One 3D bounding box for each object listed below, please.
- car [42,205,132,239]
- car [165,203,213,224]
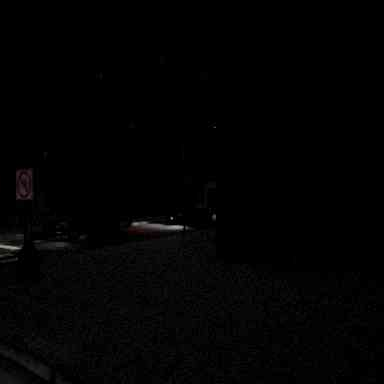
[{"bbox_3d":[-5.459,1.516,17.892,1.882,1.535,5.008,0,0,35],"label":"car"},{"bbox_3d":[-0.080,1.582,25.443,1.812,1.442,4.674,0,0,35],"label":"car"}]
